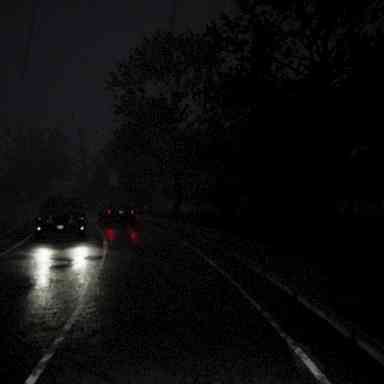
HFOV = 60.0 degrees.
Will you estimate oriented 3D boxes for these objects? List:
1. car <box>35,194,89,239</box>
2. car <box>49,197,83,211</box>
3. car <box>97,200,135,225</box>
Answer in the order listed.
[{"bbox_3d":[-6.698,1.177,17.348,2.150,2.045,5.566,2,0,-19],"label":"car"},{"bbox_3d":[-15.133,1.426,39.702,2.033,1.411,5.357,5,-2,-40],"label":"car"},{"bbox_3d":[-5.608,1.390,24.357,2.097,1.767,4.553,2,-1,-23],"label":"car"}]
